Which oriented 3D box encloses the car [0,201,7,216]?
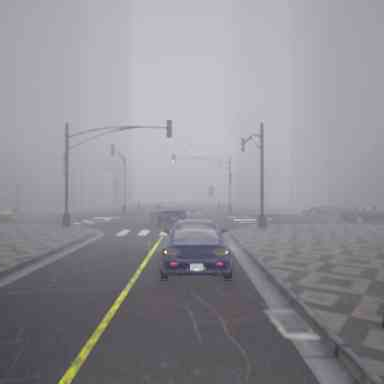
[{"bbox_3d":[-20.157,1.565,31.205,4.403,1.369,2.008,0,-1,0],"label":"car"}]

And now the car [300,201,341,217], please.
[{"bbox_3d":[12.335,1.548,31.314,4.097,1.590,1.967,0,-1,0],"label":"car"}]

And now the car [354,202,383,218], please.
[{"bbox_3d":[18.004,1.680,31.331,4.403,1.369,2.008,0,-1,0],"label":"car"}]

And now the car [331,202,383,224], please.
[{"bbox_3d":[12.333,1.533,22.788,4.403,1.369,2.008,0,-1,0],"label":"car"}]

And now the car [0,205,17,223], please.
[{"bbox_3d":[-14.588,1.426,22.700,4.829,1.417,1.752,0,-1,0],"label":"car"}]

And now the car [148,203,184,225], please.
[{"bbox_3d":[-1.814,1.474,23.013,1.882,1.535,5.008,0,0,-16],"label":"car"}]

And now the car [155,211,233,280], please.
[{"bbox_3d":[0.104,1.524,9.797,1.812,1.442,4.674,0,0,0],"label":"car"}]
